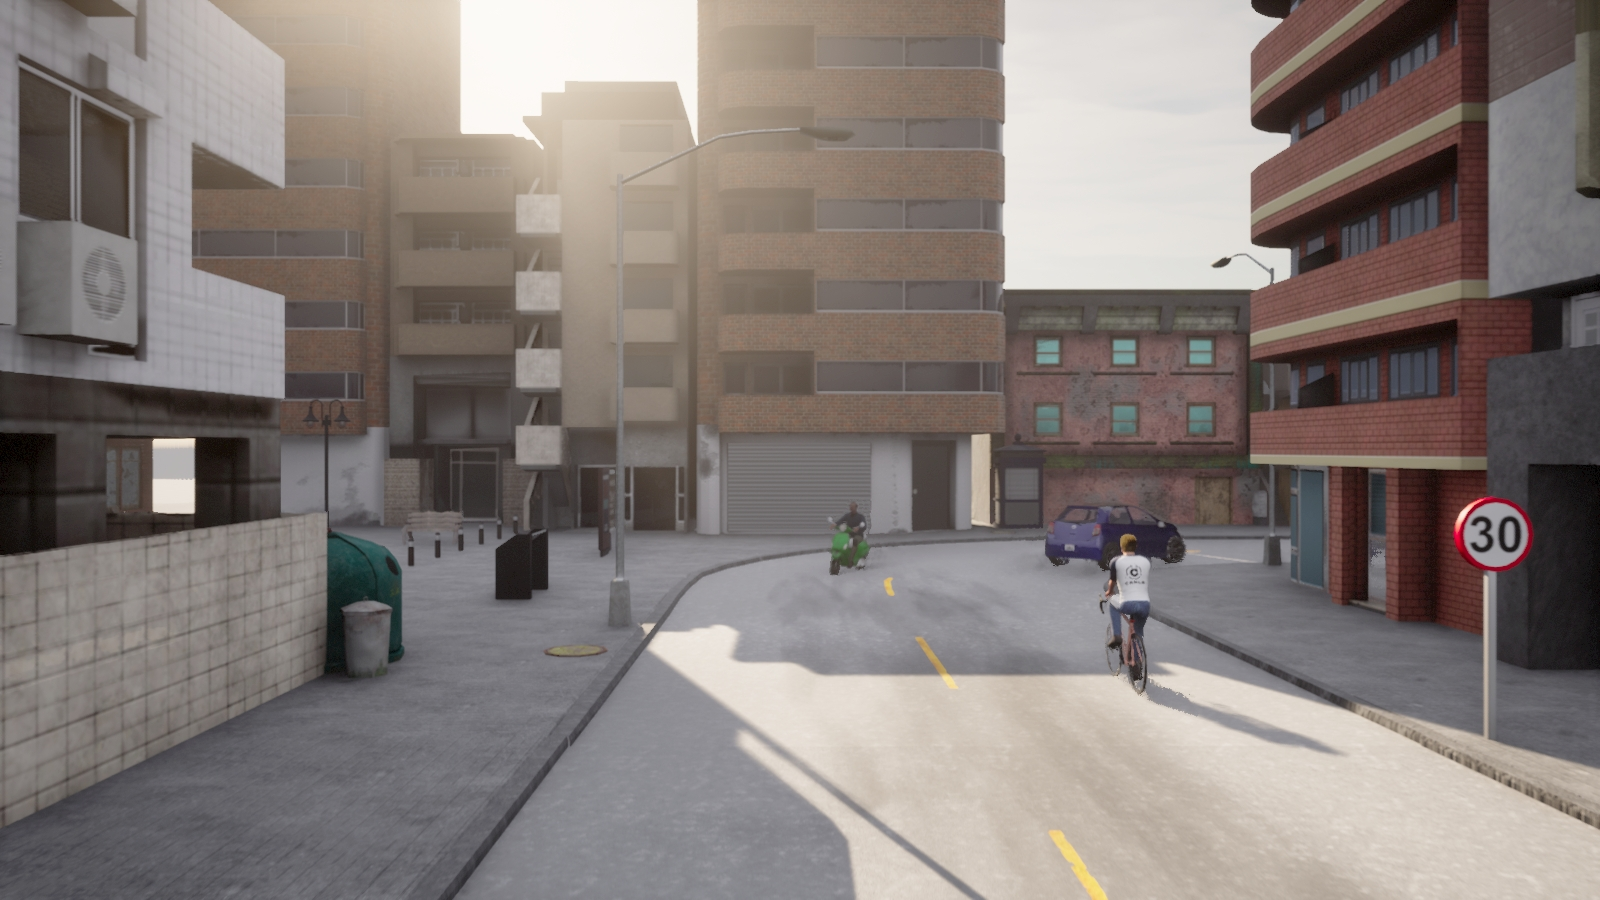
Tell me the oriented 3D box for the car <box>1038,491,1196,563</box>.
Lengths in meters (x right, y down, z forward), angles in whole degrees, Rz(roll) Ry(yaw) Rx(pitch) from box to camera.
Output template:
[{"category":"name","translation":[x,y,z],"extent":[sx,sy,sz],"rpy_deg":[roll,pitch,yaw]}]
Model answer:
[{"category":"car","translation":[7.635,1.797,27.419],"extent":[3.633,1.501,1.845],"rpy_deg":[0,-1,-38]}]

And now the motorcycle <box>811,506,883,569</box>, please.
[{"category":"motorcycle","translation":[1.072,1.944,25.741],"extent":[0.856,1.236,1.805],"rpy_deg":[3,2,28]}]

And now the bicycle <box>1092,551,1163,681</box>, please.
[{"category":"bicycle","translation":[3.862,1.924,13.560],"extent":[0.373,1.296,1.643],"rpy_deg":[0,0,0]}]
